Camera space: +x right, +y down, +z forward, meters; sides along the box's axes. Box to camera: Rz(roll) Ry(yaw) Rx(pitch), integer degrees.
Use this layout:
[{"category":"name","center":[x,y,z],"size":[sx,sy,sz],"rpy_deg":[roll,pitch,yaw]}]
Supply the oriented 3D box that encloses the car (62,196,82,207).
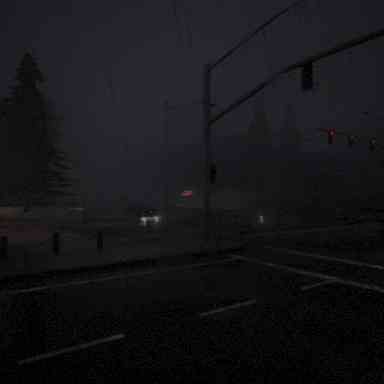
[{"category":"car","center":[-18.859,1.455,52.078],"size":[2.097,1.767,4.553],"rpy_deg":[0,0,-35]}]

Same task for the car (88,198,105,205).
[{"category":"car","center":[-18.130,1.754,63.141],"size":[1.895,1.301,4.718],"rpy_deg":[0,0,-36]}]

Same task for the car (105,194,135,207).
[{"category":"car","center":[-11.876,1.375,54.481],"size":[2.150,2.045,5.566],"rpy_deg":[0,0,-33]}]

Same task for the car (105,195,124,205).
[{"category":"car","center":[-15.246,1.529,65.128],"size":[2.097,1.767,4.553],"rpy_deg":[0,0,-36]}]

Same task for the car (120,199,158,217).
[{"category":"car","center":[-5.006,1.667,32.565],"size":[1.994,1.385,4.181],"rpy_deg":[0,0,-36]}]

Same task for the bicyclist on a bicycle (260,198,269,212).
[{"category":"bicyclist on a bicycle","center":[8.573,1.507,39.335],"size":[1.656,1.620,0.582],"rpy_deg":[0,0,-36]}]

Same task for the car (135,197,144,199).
[{"category":"car","center":[-9.461,1.655,57.119],"size":[1.882,1.535,5.008],"rpy_deg":[0,0,-35]}]
